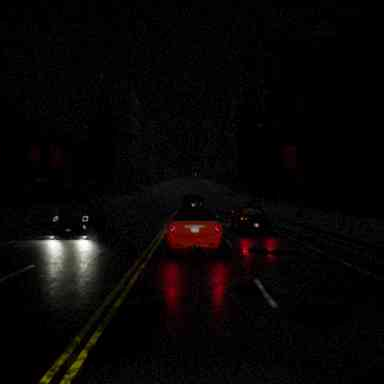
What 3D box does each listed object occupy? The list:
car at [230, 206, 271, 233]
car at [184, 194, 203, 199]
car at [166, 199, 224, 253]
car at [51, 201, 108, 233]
[{"bbox_3d":[3.360,1.531,19.595,1.812,1.442,4.674,0,0,0],"label":"car"},{"bbox_3d":[0.114,1.219,31.289,2.150,2.045,5.566,0,0,0],"label":"car"},{"bbox_3d":[0.106,1.358,13.870,2.097,1.767,4.553,0,0,0],"label":"car"},{"bbox_3d":[-6.491,1.424,19.662,2.097,1.767,4.553,0,0,0],"label":"car"}]
